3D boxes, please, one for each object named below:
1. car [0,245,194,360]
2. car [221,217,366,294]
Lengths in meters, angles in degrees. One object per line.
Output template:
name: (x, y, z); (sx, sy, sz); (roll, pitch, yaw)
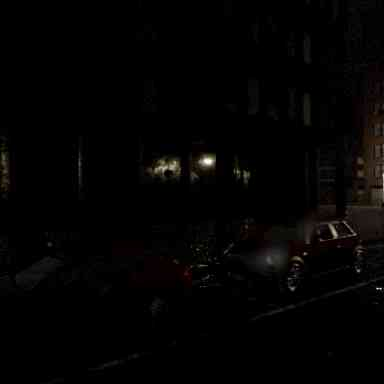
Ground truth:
car: (-1.902, 1.578, 5.410); (4.206, 1.307, 1.802); (0, 0, -36)
car: (2.690, 1.422, 8.686); (4.097, 1.590, 1.967); (0, 0, -36)
